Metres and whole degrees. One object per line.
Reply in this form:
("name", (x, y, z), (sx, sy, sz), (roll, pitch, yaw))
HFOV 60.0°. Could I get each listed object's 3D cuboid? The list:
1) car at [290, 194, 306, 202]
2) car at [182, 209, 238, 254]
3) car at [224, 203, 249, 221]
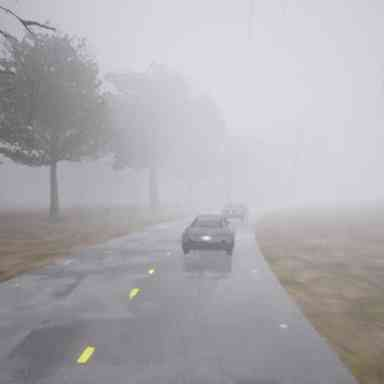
("car", (21.786, 1.159, 68.065), (1.837, 1.490, 4.892), (0, 1, 39))
("car", (0.796, 1.633, 13.981), (1.994, 1.385, 4.181), (0, 0, 8))
("car", (3.695, 1.640, 28.168), (2.033, 1.411, 5.357), (0, 0, 16))
